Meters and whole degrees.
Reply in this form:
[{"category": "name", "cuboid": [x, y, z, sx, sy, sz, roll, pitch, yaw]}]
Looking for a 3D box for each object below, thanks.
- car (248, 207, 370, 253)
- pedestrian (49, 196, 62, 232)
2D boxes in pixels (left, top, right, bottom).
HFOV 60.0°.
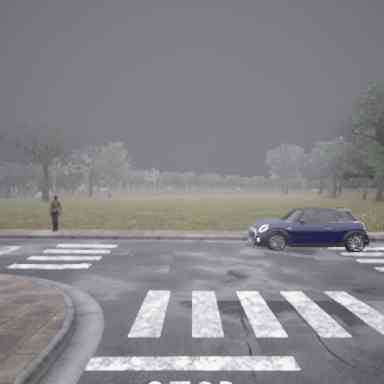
[{"category": "car", "cuboid": [4.659, 1.425, 13.711, 4.553, 1.767, 2.097, 1, 1, 0]}, {"category": "pedestrian", "cuboid": [-6.843, 1.068, 16.628, 0.375, 1.860, 0.375, 0, 1, 0]}]
